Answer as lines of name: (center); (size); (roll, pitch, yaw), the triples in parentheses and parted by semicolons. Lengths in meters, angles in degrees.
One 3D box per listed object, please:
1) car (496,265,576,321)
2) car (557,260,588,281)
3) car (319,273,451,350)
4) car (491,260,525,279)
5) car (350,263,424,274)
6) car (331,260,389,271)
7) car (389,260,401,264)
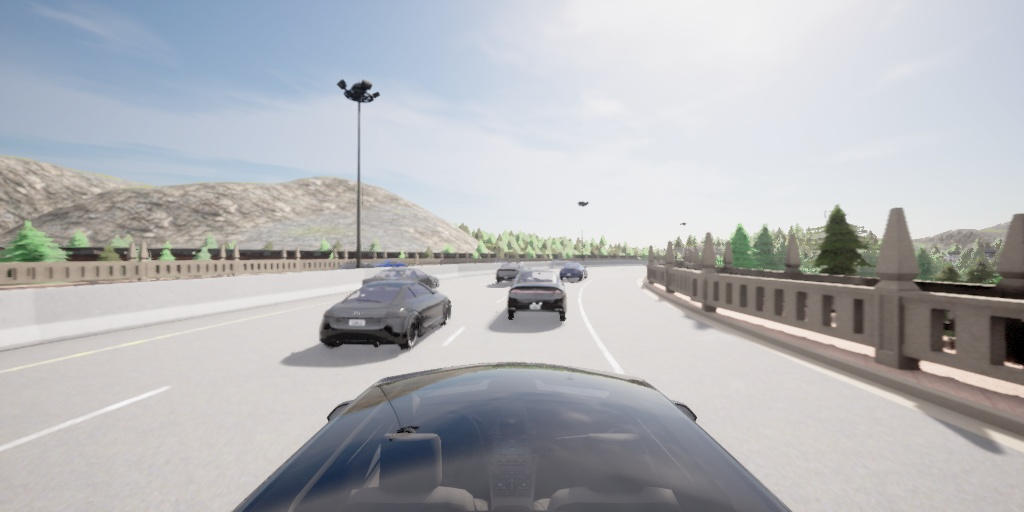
car: (0.957, 1.248, 12.674); (2.128, 1.511, 4.902); (0, 0, 7)
car: (5.236, 1.303, 30.365); (1.812, 1.442, 4.674); (0, 0, 19)
car: (-2.923, 1.304, 9.153); (1.994, 1.385, 4.181); (0, 0, 5)
car: (0.249, 1.248, 26.261); (2.128, 1.511, 4.902); (0, 0, 16)
car: (-5.364, 1.280, 17.870); (2.033, 1.411, 5.357); (0, 0, 10)
car: (-11.072, 1.217, 25.152); (1.837, 1.490, 4.892); (0, 0, 14)
car: (-13.913, 1.182, 39.567); (1.882, 1.535, 5.008); (0, 0, 21)
